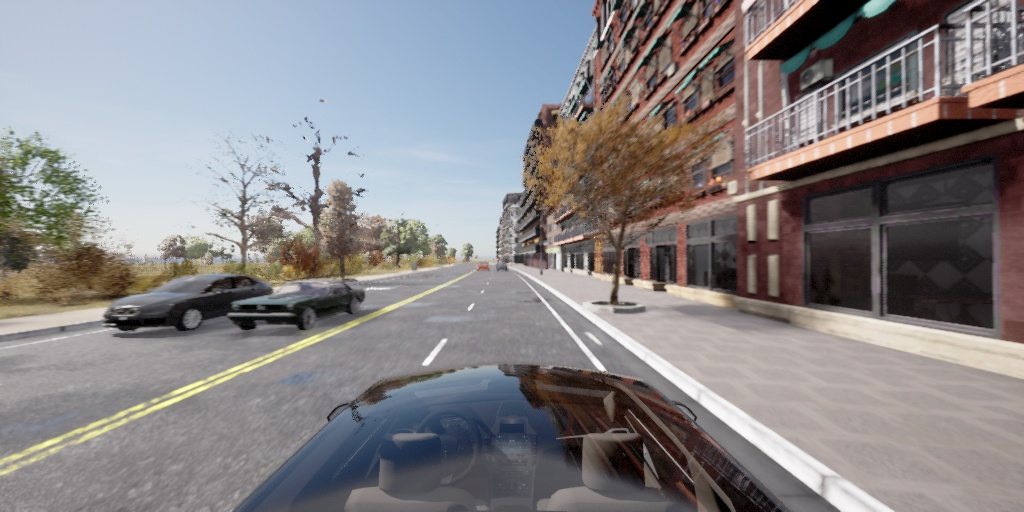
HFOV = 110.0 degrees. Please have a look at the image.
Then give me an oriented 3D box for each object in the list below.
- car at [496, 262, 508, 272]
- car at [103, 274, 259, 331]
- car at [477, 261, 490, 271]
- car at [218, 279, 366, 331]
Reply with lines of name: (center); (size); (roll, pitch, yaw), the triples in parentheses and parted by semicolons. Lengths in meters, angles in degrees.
car: (-1.607, 1.894, 60.893); (2.033, 1.411, 5.357); (0, -1, -3)
car: (-9.815, 1.356, 11.480); (1.837, 1.490, 4.892); (0, -1, 0)
car: (-4.863, 1.703, 60.914); (2.097, 1.767, 4.553); (0, -1, -3)
car: (-6.563, 1.449, 11.592); (1.895, 1.301, 4.718); (0, -1, 0)
